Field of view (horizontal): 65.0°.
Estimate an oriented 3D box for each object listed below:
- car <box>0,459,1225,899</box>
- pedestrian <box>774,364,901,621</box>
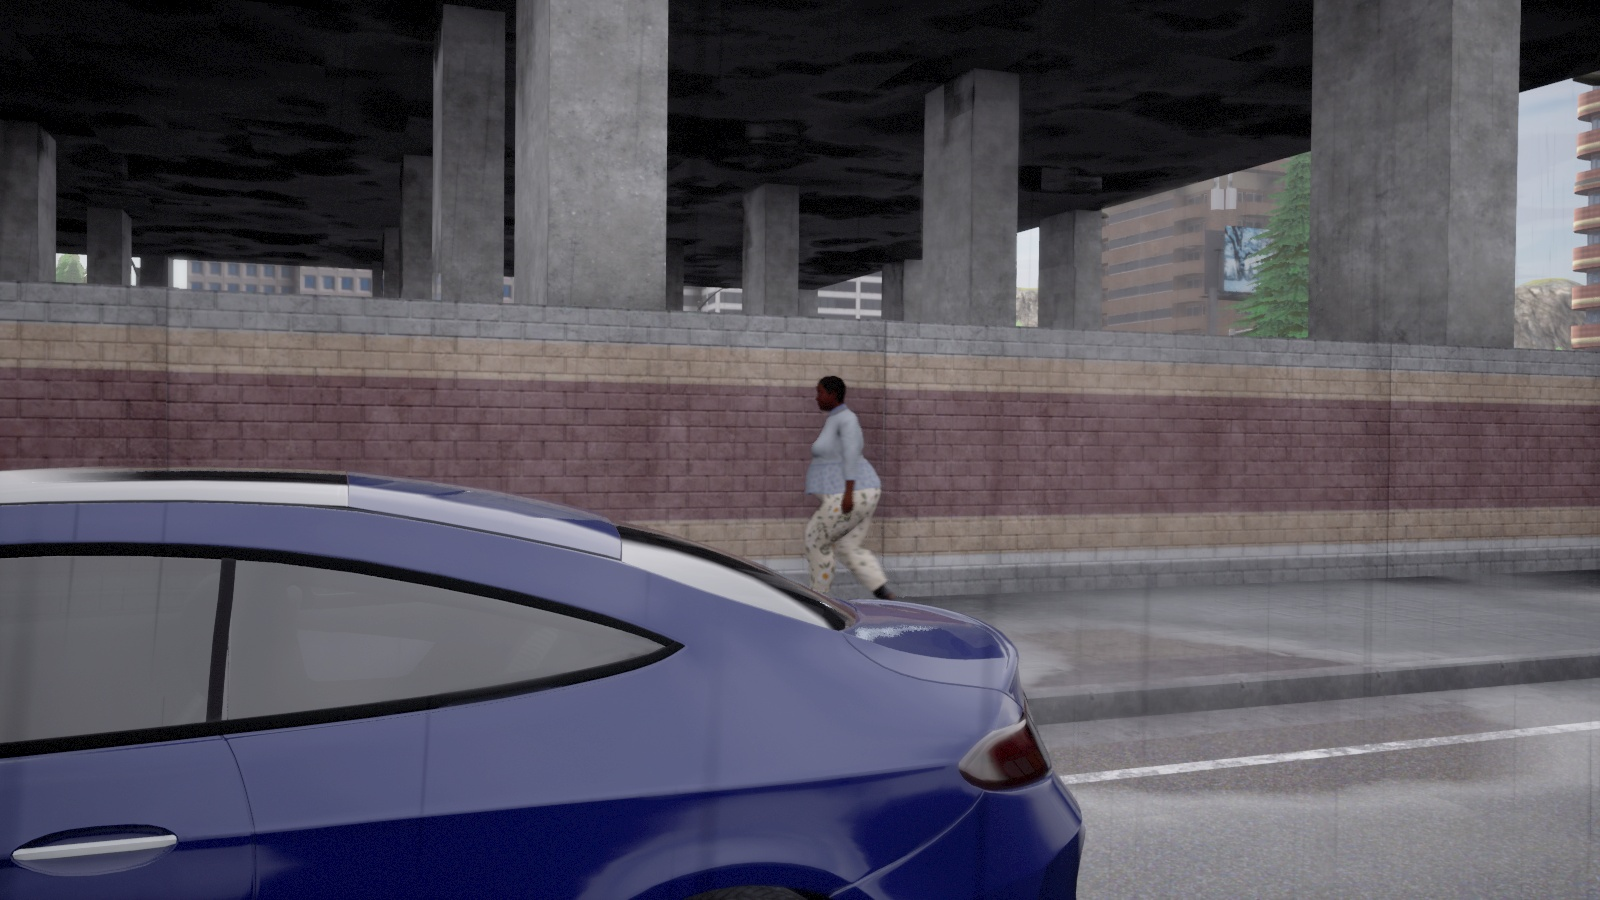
[{"bbox_3d":[-1.621,0.799,2.622,4.674,1.442,1.812,-1,1,-21],"label":"car"},{"bbox_3d":[0.285,0.304,9.529,0.900,1.855,0.874,-1,1,2],"label":"pedestrian"}]
